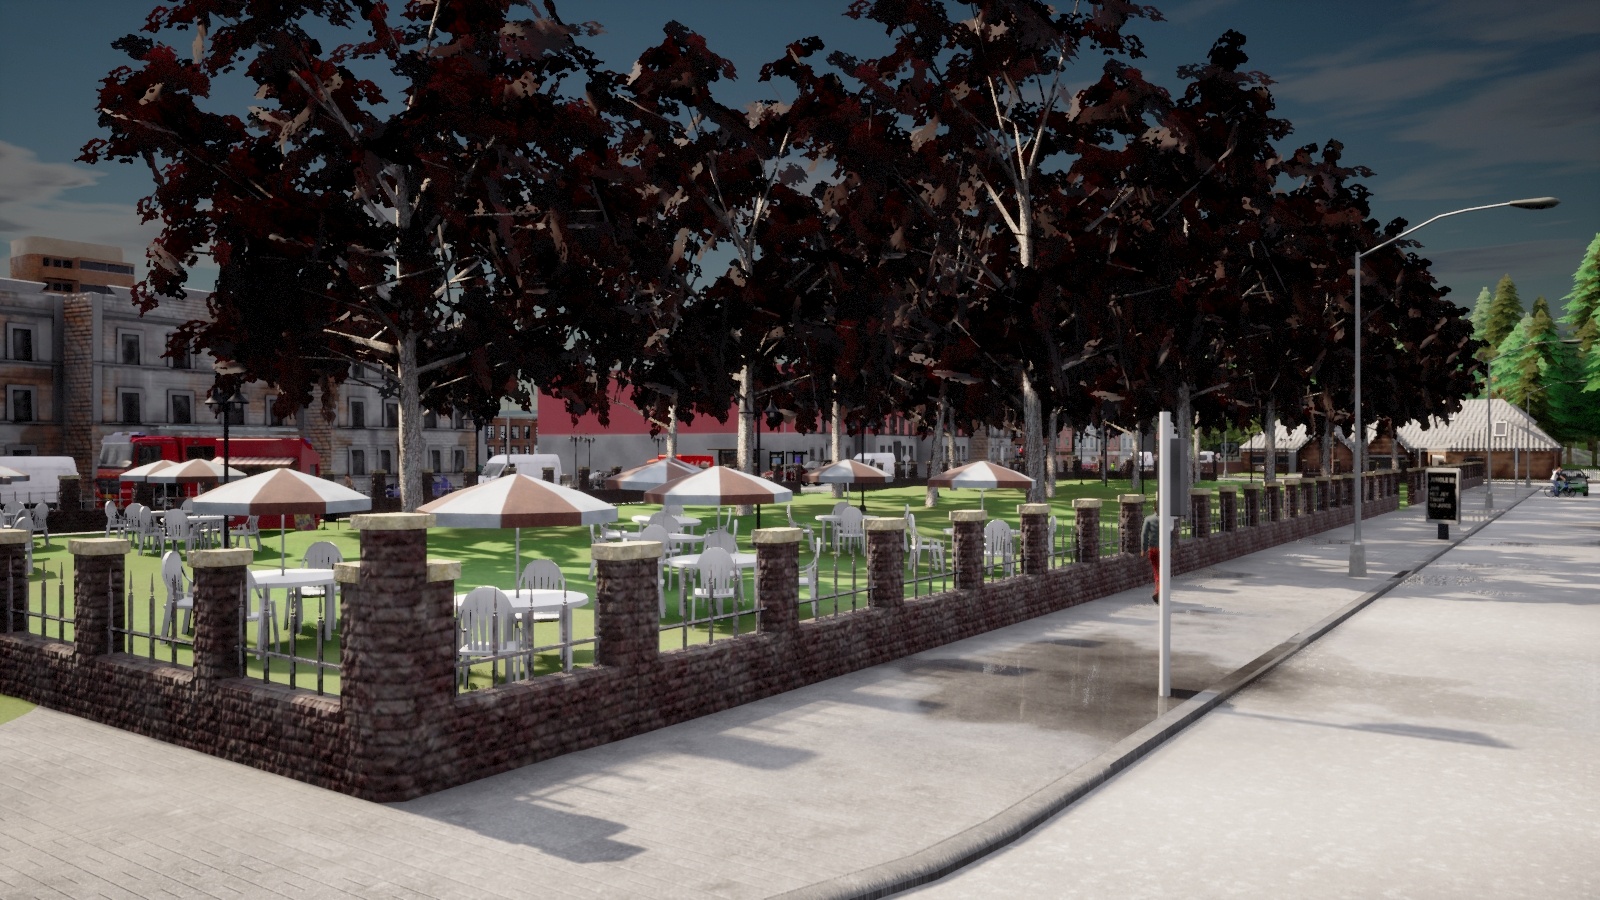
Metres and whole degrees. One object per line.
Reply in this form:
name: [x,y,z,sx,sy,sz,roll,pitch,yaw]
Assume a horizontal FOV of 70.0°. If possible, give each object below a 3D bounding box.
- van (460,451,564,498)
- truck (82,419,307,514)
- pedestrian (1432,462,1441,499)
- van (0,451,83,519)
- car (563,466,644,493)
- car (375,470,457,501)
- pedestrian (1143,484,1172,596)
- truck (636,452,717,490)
van: [-16.329,1.314,65.083,1.988,2.561,5.915,0,0,35]
truck: [-26.625,0.671,50.740,2.891,3.827,8.468,0,0,35]
pedestrian: [32.280,1.525,57.951,0.375,1.860,0.375,0,0,35]
van: [-31.175,1.315,43.786,1.988,2.561,5.915,0,0,35]
car: [-12.166,1.814,71.050,2.097,1.535,5.006,0,0,35]
car: [-20.045,1.818,59.739,1.845,1.501,3.633,0,0,35]
pedestrian: [6.104,1.525,19.490,0.375,1.860,0.375,0,0,37]
truck: [-8.233,1.348,76.671,2.627,2.467,5.204,0,0,35]
